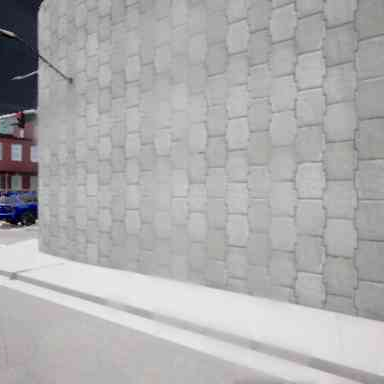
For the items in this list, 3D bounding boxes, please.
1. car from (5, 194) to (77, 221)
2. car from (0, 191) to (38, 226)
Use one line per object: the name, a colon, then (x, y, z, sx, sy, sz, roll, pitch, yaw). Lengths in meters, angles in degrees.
car: (-11.424, 1.116, 25.562, 1.812, 1.442, 4.674, 0, 5, 35)
car: (-9.772, 0.964, 21.902, 2.150, 2.045, 5.566, 0, 4, 38)
